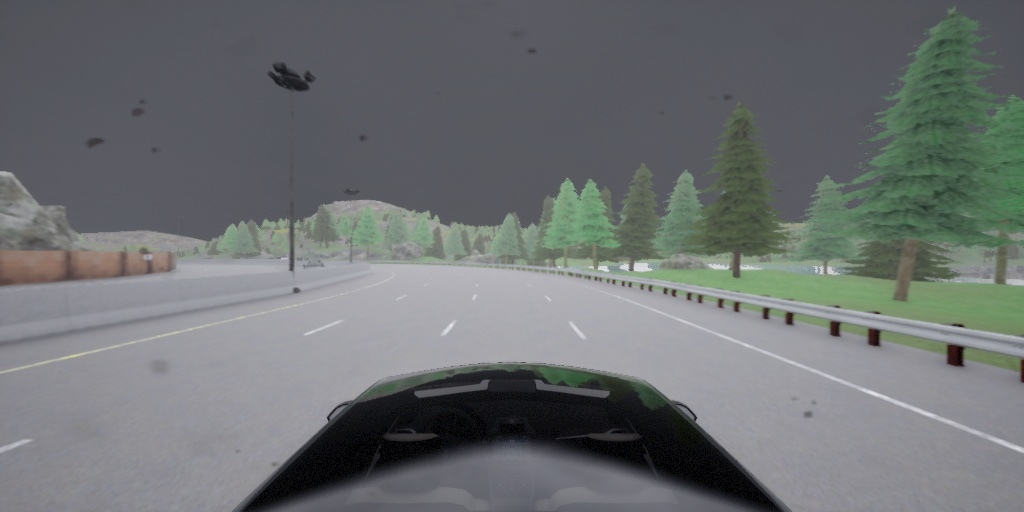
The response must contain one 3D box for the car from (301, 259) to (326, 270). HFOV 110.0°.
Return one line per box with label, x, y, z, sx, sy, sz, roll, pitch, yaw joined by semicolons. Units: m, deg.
car;-22.140;1.320;40.326;1.837;1.490;4.892;0;1;-22
